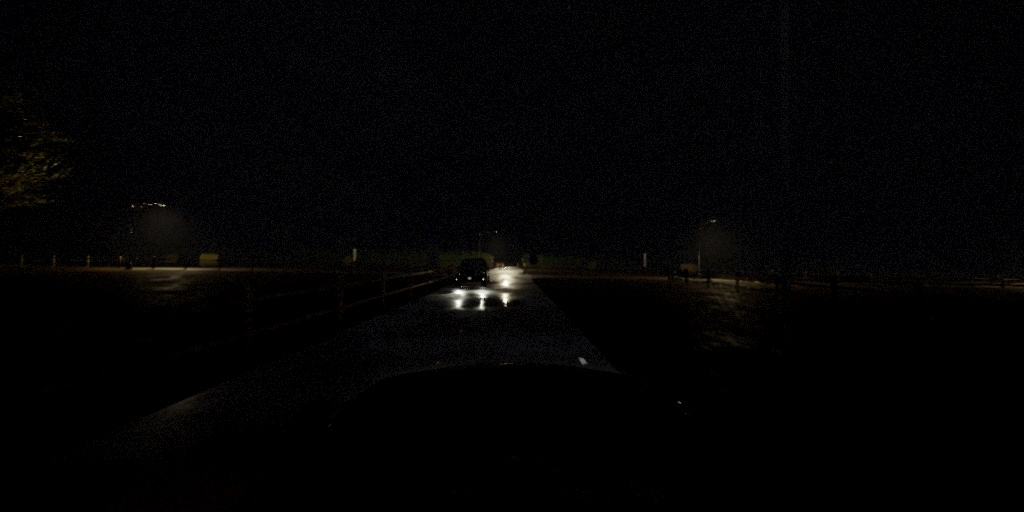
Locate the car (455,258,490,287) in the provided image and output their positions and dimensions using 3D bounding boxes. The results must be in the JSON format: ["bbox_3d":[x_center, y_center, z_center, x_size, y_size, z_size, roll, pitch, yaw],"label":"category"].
[{"bbox_3d":[-2.815,1.160,26.658,2.150,2.045,5.566,0,-1,0],"label":"car"}]

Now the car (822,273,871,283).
[{"bbox_3d":[42.781,2.780,45.941,4.718,1.301,1.895,1,-1,1],"label":"car"}]
